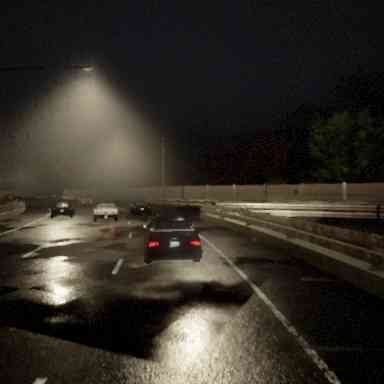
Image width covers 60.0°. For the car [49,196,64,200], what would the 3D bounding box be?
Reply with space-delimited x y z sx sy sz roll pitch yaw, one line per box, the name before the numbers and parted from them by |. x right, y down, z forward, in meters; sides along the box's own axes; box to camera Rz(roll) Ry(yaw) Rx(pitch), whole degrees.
car | -19.851 1.631 50.005 1.812 1.442 4.674 0 0 -29

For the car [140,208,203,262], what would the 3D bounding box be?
car | -0.794 1.549 12.126 2.033 1.411 5.357 0 0 -7

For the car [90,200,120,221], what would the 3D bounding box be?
car | -7.251 1.637 27.927 1.895 1.301 4.718 0 0 -15

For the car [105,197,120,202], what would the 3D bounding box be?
car | -12.411 1.566 50.944 1.837 1.490 4.892 0 0 -27

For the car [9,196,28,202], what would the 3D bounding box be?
car | -40.740 1.605 77.218 4.902 1.511 2.128 0 0 41

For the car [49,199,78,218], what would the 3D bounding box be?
car | -12.114 1.628 31.401 1.994 1.385 4.181 0 0 -17

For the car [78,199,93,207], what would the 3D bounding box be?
car | -16.693 1.687 51.630 1.895 1.301 4.718 0 0 -29

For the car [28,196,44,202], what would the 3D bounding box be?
car | -38.353 1.589 79.778 4.902 1.511 2.128 0 0 41

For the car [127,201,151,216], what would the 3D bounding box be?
car | -5.332 1.588 33.507 1.994 1.385 4.181 0 0 -17

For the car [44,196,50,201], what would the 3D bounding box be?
car | -35.567 1.657 82.044 4.718 1.301 1.895 0 0 41
